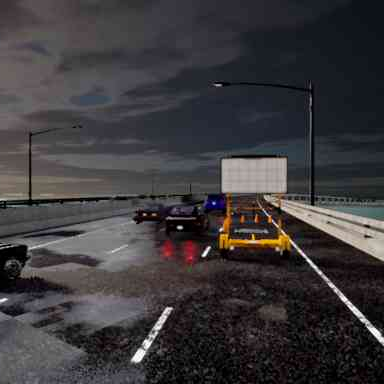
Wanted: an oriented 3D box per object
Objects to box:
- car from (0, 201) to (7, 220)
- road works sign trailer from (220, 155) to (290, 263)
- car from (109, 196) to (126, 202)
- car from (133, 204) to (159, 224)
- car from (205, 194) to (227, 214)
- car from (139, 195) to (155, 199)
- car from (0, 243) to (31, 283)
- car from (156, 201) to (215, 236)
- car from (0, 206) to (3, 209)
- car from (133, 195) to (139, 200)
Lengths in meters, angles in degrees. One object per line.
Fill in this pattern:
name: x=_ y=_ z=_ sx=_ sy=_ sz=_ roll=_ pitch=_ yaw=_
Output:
car: x=-16.908 y=1.509 z=25.726 sx=1.837 sy=1.490 sz=4.892 roll=0 pitch=0 yaw=9
road works sign trailer: x=2.247 y=0.467 z=12.133 sx=2.380 sy=3.560 sz=2.880 roll=0 pitch=0 yaw=9
car: x=-14.057 y=1.510 z=62.733 sx=1.837 sy=1.490 sz=4.892 roll=0 pitch=0 yaw=11
car: x=-2.718 y=1.552 z=24.508 sx=2.033 sy=1.411 sz=5.357 roll=0 pitch=0 yaw=9
car: x=2.591 y=1.224 z=35.007 sx=2.150 sy=2.045 sz=5.566 roll=0 pitch=0 yaw=9
car: x=-7.493 y=1.531 z=59.814 sx=1.812 sy=1.442 sz=4.674 roll=0 pitch=0 yaw=10
car: x=-5.567 y=1.602 z=6.904 sx=1.895 sy=1.301 sz=4.718 roll=0 pitch=0 yaw=9
car: x=-0.170 y=1.495 z=18.423 sx=2.128 sy=1.511 sz=4.902 roll=0 pitch=0 yaw=9
car: x=-14.227 y=1.529 z=20.444 sx=1.812 sy=1.442 sz=4.674 roll=0 pitch=0 yaw=9
car: x=-10.022 y=1.357 z=65.341 sx=2.097 sy=1.767 sz=4.553 roll=0 pitch=0 yaw=11
